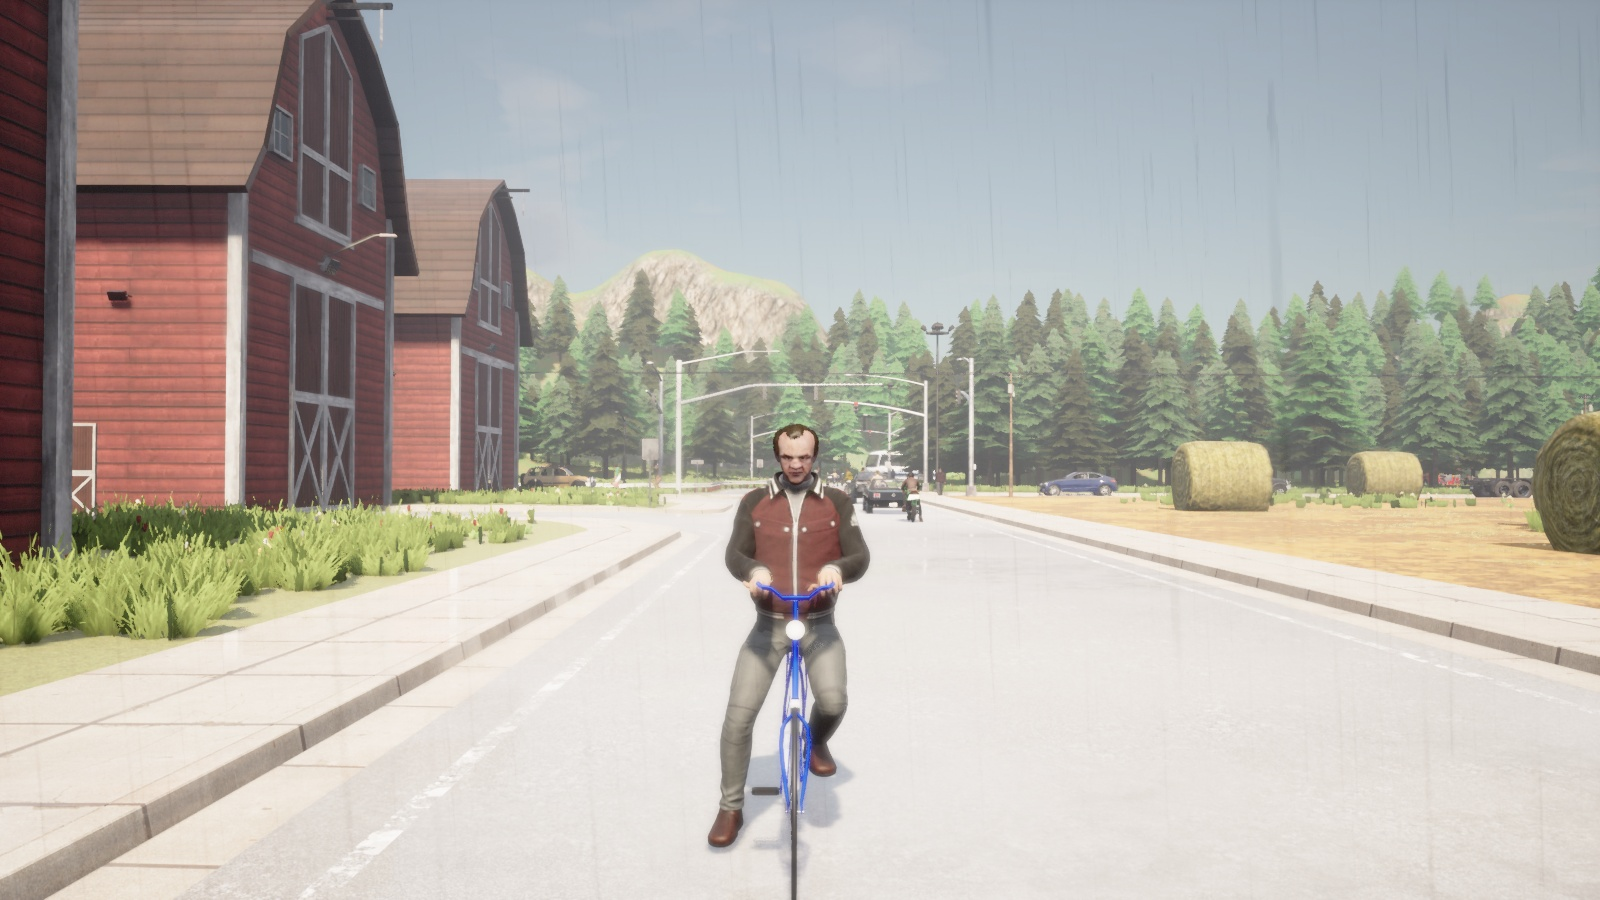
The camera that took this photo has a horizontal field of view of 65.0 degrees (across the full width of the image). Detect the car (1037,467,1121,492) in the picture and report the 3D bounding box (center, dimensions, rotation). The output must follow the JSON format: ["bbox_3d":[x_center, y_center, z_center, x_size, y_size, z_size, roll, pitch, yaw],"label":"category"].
[{"bbox_3d":[18.149,1.920,81.908,5.027,1.651,2.152,0,-1,1],"label":"car"}]

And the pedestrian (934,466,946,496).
[{"bbox_3d":[8.489,1.871,75.983,0.634,1.844,0.899,0,-1,12],"label":"pedestrian"}]

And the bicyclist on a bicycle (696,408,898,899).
[{"bbox_3d":[-0.013,0.770,5.071,0.659,1.776,1.843,0,-1,0],"label":"bicyclist on a bicycle"}]

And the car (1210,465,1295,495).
[{"bbox_3d":[28.141,1.856,78.252,4.605,1.855,1.932,0,-1,1],"label":"car"}]

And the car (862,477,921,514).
[{"bbox_3d":[3.386,1.696,47.437,1.895,1.301,4.718,0,-1,0],"label":"car"}]

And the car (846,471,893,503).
[{"bbox_3d":[3.355,1.770,61.217,2.007,1.525,4.514,0,-1,0],"label":"car"}]

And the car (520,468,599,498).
[{"bbox_3d":[-15.095,2.041,78.929,4.605,1.855,1.932,0,-1,1],"label":"car"}]

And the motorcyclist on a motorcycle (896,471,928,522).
[{"bbox_3d":[3.412,1.405,38.440,0.797,1.523,2.044,0,-1,0],"label":"motorcyclist on a motorcycle"}]

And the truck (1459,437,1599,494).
[{"bbox_3d":[45.701,0.983,77.990,7.936,3.462,2.891,0,-1,1],"label":"truck"}]
